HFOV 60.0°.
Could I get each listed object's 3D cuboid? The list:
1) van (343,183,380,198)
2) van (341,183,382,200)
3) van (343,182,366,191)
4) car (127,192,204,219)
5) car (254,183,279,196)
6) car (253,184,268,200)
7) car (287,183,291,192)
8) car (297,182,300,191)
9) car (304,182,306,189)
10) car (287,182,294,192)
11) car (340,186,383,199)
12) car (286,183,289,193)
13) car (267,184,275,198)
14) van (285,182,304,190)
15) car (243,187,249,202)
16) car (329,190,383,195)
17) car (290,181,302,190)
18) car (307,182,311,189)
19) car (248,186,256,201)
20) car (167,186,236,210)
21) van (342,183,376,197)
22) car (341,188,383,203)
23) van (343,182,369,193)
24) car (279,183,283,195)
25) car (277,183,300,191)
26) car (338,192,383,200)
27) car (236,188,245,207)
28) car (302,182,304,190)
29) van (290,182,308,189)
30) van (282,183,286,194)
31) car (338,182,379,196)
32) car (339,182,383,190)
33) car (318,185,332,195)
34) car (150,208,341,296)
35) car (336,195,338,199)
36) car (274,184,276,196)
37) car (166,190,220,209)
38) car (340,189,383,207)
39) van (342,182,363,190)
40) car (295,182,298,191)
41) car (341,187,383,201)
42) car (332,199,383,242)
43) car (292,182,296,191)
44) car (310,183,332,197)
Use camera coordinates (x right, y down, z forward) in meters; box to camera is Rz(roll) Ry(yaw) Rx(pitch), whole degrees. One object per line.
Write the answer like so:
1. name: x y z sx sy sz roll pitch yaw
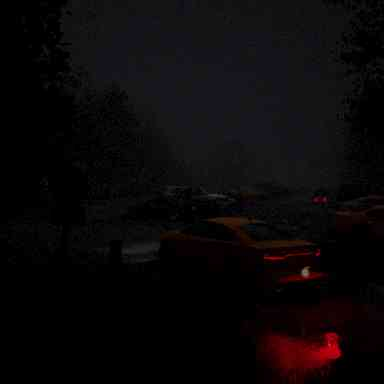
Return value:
1. van: 23.780 -0.276 46.832 4.442 1.987 1.878 1 2 24
2. van: 21.274 -0.099 41.872 4.442 1.987 1.878 1 2 24
3. van: 36.459 -1.255 74.662 4.442 1.987 1.878 1 2 24
4. car: -2.026 1.040 22.101 4.792 1.488 2.163 1 3 24
5. car: 9.529 -0.205 47.305 4.553 1.767 2.185 1 2 24
6. car: 5.934 0.212 39.943 5.366 1.575 1.946 1 3 24
7. car: 14.074 -0.408 57.434 4.792 1.488 2.163 1 2 24
8. car: 18.697 -0.792 67.524 4.892 1.521 2.231 1 2 24
9. car: 23.299 -1.148 77.624 5.008 1.535 2.097 1 2 24
10. car: 15.225 -0.497 59.959 4.792 1.488 2.163 1 2 24
11. car: 22.531 0.036 44.367 5.008 1.535 2.097 1 2 24
12. car: 12.924 -0.320 54.909 4.792 1.488 2.163 1 2 24
13. car: 7.371 0.116 42.202 5.366 1.575 1.946 1 3 24
14. van: 25.499 -1.553 82.712 4.442 1.987 1.878 1 2 24
15. car: 2.608 0.560 32.182 4.892 1.521 2.231 1 3 24
16. car: 13.179 0.872 24.304 5.366 1.575 1.946 1 3 24
17. car: 19.684 -0.887 70.123 5.366 1.575 1.946 1 2 24
18. car: 26.781 -1.665 85.176 5.566 2.045 2.435 1 2 24
19. car: 3.583 0.440 34.785 5.366 1.575 1.946 1 3 24
20. car: 0.326 0.534 27.113 5.566 2.045 2.435 1 3 24
21. van: 24.716 -0.369 49.449 4.442 1.987 1.878 1 2 24
22. car: 19.164 0.348 36.922 4.792 1.488 2.163 1 3 24
23. van: 31.868 -0.900 64.584 4.442 1.987 1.878 1 2 24
24. car: 10.676 -0.141 49.834 4.792 1.488 2.163 1 2 24
25. car: 20.975 -1.096 72.580 4.553 1.767 2.185 1 2 24
26. car: 9.984 1.086 16.766 4.553 1.767 2.185 1 3 24
27. car: 1.620 0.672 29.583 5.366 1.575 1.946 1 3 24
28. car: 22.125 -1.185 75.105 4.553 1.767 2.185 1 2 24
29. van: 28.943 -1.745 90.275 4.442 1.987 1.878 1 1 24
30. van: 11.907 -0.484 52.314 4.442 1.987 1.878 1 2 24
31. car: 25.944 -0.481 51.930 5.566 2.045 2.435 1 2 24
32. car: 15.669 0.402 29.241 5.566 2.045 2.435 1 3 24
33. car: 22.697 -0.404 56.657 1.882 1.535 5.008 1 2 24
34. car: 0.899 1.383 8.501 1.882 1.535 5.008 2 -1 -31
35. car: 11.025 1.132 19.203 4.792 1.488 2.163 1 3 24
36. car: 8.343 0.016 44.798 4.892 1.521 2.231 1 3 24
37. car: -0.844 0.898 24.610 5.008 1.535 2.097 1 3 24
38. car: 16.765 0.569 31.794 4.792 1.488 2.163 1 3 24
39. van: 38.546 -1.436 79.805 4.442 1.987 1.878 1 2 24
40. car: 17.558 -0.703 64.993 4.892 1.521 2.231 1 2 24
41. car: 20.258 0.252 39.322 4.792 1.488 2.163 1 2 24
42. car: 8.803 1.323 14.267 5.008 1.535 2.097 1 3 24
43. car: 16.233 -0.621 62.548 5.366 1.575 1.946 1 2 24
44. car: 18.430 -0.060 47.292 2.128 1.511 4.902 1 2 24
